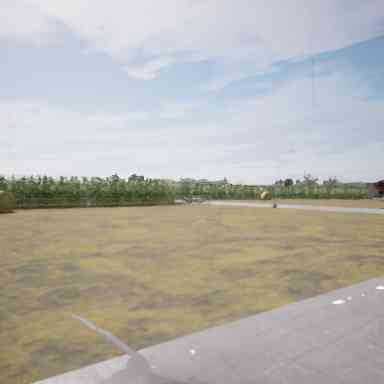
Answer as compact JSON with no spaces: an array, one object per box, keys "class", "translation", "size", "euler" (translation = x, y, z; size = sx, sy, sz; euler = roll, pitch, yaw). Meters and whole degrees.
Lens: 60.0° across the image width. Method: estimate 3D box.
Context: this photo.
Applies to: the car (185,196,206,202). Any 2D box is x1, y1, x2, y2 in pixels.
[{"class":"car","translation":[0.576,1.338,63.609],"size":[1.895,1.301,4.718],"euler":[-1,1,-35]}]
